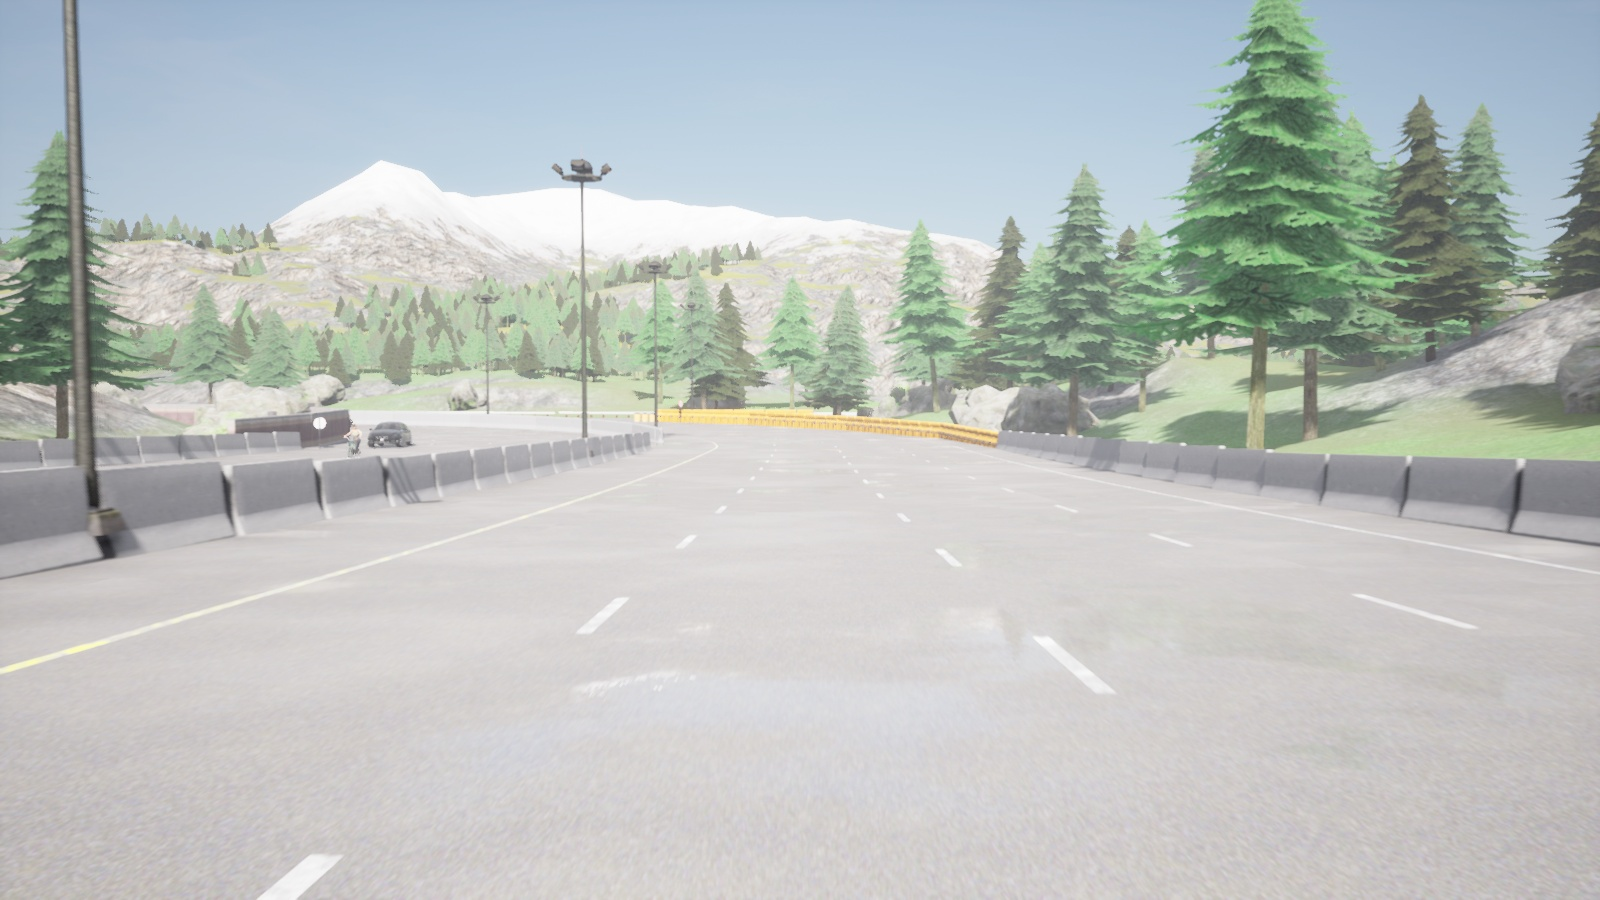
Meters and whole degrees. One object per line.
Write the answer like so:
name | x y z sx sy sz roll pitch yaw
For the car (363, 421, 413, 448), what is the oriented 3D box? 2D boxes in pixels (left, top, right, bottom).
car | -24.260 -0.940 74.142 1.837 1.490 4.892 0 2 -6
